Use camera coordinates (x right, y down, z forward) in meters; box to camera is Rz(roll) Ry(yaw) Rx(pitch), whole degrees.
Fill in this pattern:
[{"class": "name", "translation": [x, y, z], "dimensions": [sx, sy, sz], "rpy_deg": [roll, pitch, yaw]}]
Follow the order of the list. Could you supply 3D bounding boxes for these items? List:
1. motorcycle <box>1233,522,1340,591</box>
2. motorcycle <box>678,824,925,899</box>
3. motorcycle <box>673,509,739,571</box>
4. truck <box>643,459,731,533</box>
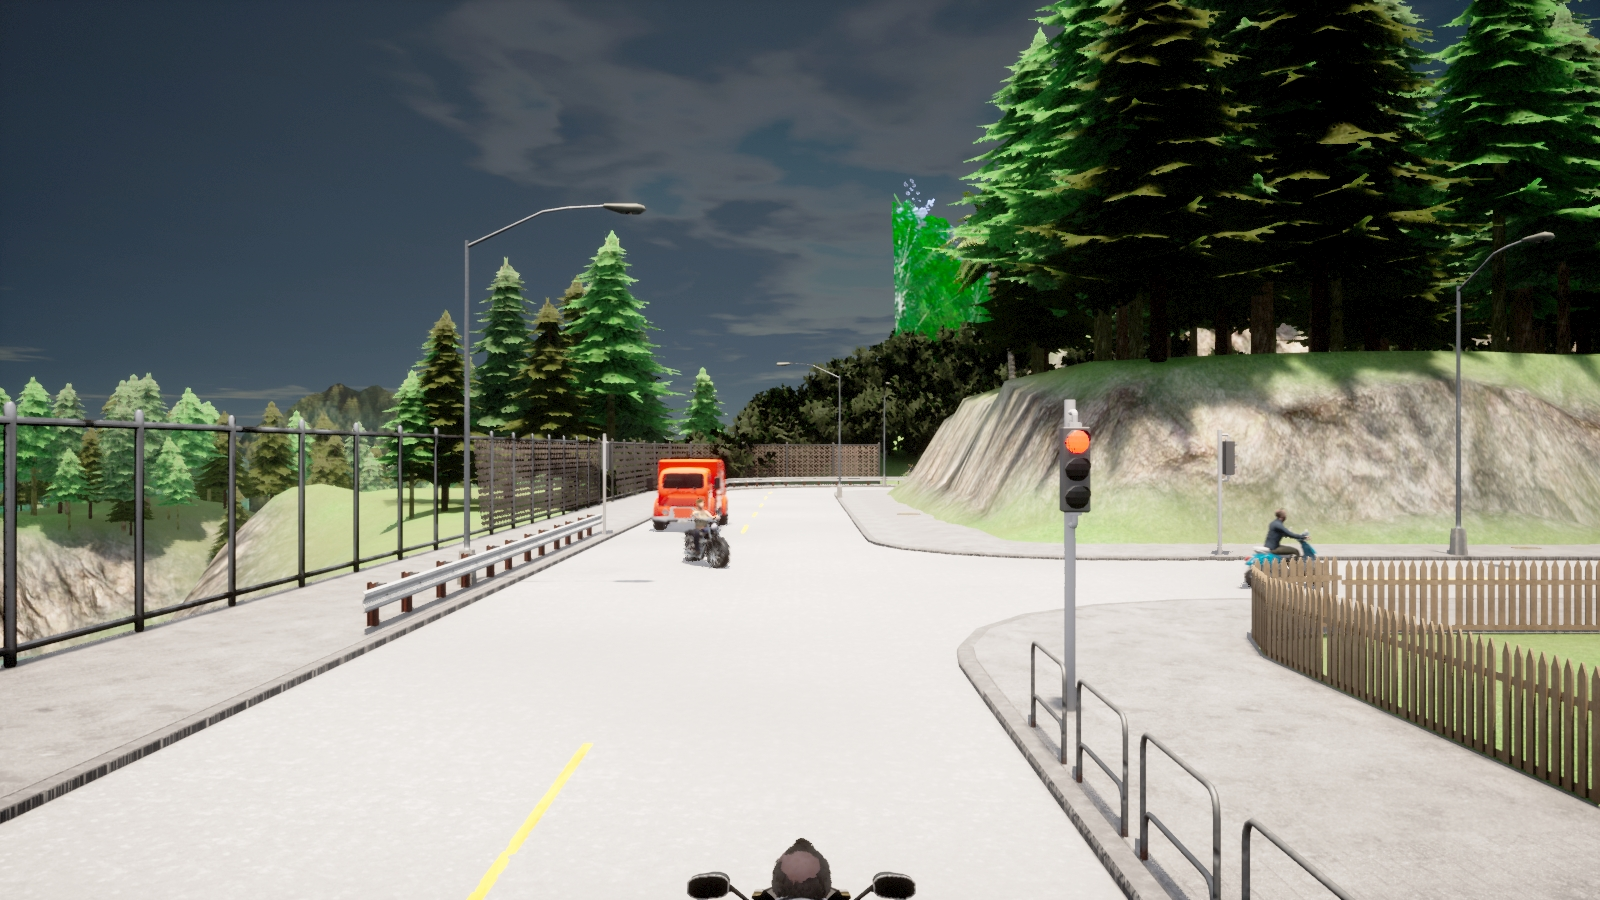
[{"class": "motorcycle", "translation": [9.827, 2.142, 23.117], "dimensions": [1.805, 1.316, 0.856], "rpy_deg": [0, 0, 1]}, {"class": "motorcycle", "translation": [0.004, 2.205, 3.723], "dimensions": [0.867, 1.251, 2.209], "rpy_deg": [0, 0, 0]}, {"class": "motorcycle", "translation": [-2.302, 2.155, 27.634], "dimensions": [0.764, 1.307, 2.356], "rpy_deg": [1, 0, -27]}, {"class": "truck", "translation": [-3.954, 1.567, 41.067], "dimensions": [2.627, 2.467, 5.204], "rpy_deg": [0, 0, 0]}]
